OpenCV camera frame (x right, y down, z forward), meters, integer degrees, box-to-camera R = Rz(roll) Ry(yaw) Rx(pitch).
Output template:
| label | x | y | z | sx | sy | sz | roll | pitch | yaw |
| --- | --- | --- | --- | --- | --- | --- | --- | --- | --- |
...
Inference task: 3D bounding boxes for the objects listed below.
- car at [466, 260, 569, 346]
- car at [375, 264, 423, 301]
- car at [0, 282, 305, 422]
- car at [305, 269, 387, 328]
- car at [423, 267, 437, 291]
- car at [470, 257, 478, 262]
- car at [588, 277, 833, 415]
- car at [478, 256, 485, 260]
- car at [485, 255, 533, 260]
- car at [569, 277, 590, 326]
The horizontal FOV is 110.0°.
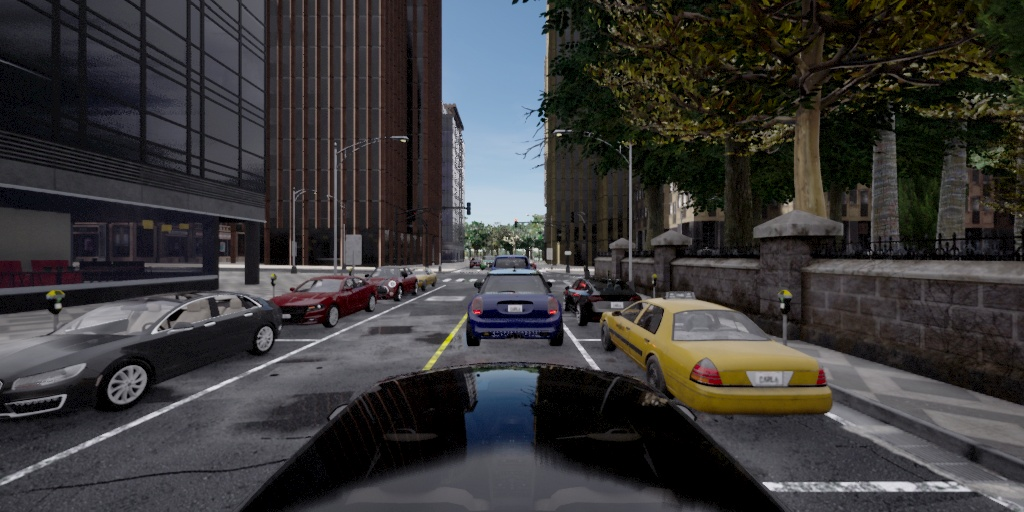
| label | x | y | z | sx | sy | sz | roll | pitch | yaw |
| --- | --- | --- | --- | --- | --- | --- | --- | --- | --- |
| car | 0.036 | 1.104 | 9.539 | 2.097 | 1.767 | 4.553 | 0 | 0 | -1 |
| car | -5.797 | 1.194 | 16.873 | 1.967 | 1.591 | 4.097 | 0 | 0 | 0 |
| car | -5.772 | 1.301 | 5.959 | 2.007 | 1.370 | 4.403 | 0 | 0 | 0 |
| car | -5.785 | 1.297 | 11.416 | 1.888 | 1.381 | 4.507 | 0 | 0 | 0 |
| car | -5.809 | 1.281 | 22.160 | 1.751 | 1.417 | 4.829 | 0 | 0 | 0 |
| car | -5.894 | 1.091 | 59.738 | 2.192 | 1.841 | 5.009 | 0 | 0 | 0 |
| car | 2.752 | 1.276 | 6.151 | 1.751 | 1.417 | 4.829 | 0 | 0 | 0 |
| car | -3.214 | 0.992 | 51.214 | 2.150 | 2.045 | 5.566 | 0 | 0 | -1 |
| car | -0.034 | 0.976 | 18.974 | 2.150 | 2.045 | 5.566 | 0 | 0 | 0 |
| car | 2.740 | 1.318 | 11.437 | 1.948 | 1.339 | 4.313 | 0 | 0 | 0 |
